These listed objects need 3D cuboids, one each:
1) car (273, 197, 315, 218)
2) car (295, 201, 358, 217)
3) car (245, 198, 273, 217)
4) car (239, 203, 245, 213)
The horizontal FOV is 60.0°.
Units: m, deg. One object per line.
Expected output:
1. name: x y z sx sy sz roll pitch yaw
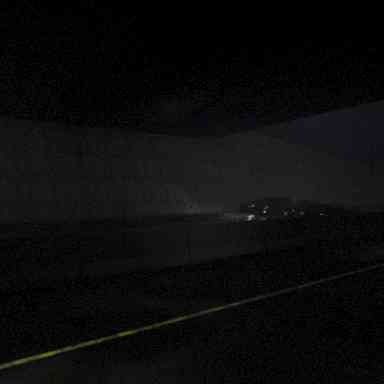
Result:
1. car: 9.457 1.438 27.910 4.902 1.511 2.128 0 0 -35
2. car: 9.874 1.552 23.913 4.718 1.301 1.895 0 0 -35
3. car: 7.536 1.299 30.838 4.553 1.767 2.097 0 0 -35
4. car: 7.106 1.420 34.828 5.008 1.535 1.882 0 0 -35
